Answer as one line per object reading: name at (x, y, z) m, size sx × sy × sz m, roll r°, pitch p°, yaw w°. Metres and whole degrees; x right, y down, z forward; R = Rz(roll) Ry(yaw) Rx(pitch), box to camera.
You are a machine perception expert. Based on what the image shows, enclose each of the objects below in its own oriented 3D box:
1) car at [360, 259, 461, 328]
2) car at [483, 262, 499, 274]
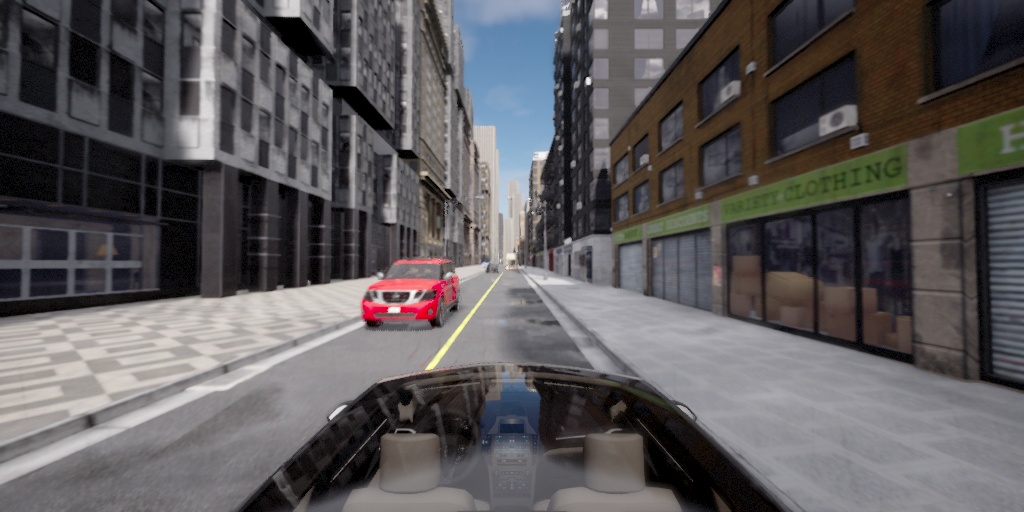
car at (-3.100, 1.100, 12.220) m, size 2.150 × 2.045 × 5.566 m, roll 0°, pitch -1°, yaw 0°
car at (-3.054, 1.924, 55.532) m, size 1.837 × 1.490 × 4.892 m, roll 0°, pitch -1°, yaw 0°
